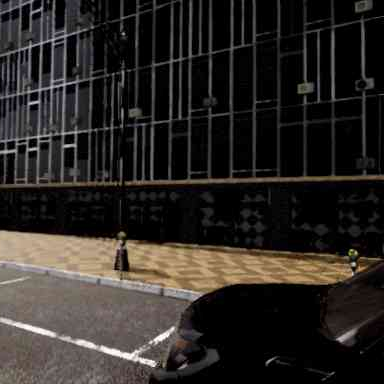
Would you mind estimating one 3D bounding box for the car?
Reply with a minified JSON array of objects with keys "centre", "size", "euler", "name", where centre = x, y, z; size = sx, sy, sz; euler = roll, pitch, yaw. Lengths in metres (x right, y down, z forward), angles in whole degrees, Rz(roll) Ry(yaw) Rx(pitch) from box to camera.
[{"centre":[2.391,1.367,2.430],"size":[5.566,2.045,2.150],"euler":[1,-2,26],"name":"car"}]
